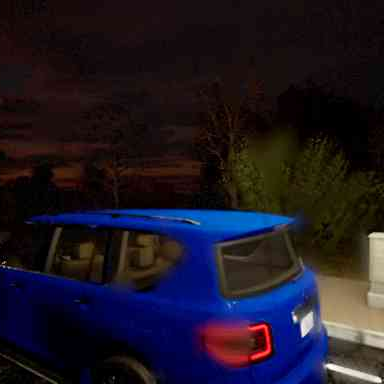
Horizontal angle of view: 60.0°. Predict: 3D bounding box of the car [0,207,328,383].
[{"bbox_3d":[-1.195,1.230,4.418,5.566,2.045,2.150,0,0,36],"label":"car"}]
